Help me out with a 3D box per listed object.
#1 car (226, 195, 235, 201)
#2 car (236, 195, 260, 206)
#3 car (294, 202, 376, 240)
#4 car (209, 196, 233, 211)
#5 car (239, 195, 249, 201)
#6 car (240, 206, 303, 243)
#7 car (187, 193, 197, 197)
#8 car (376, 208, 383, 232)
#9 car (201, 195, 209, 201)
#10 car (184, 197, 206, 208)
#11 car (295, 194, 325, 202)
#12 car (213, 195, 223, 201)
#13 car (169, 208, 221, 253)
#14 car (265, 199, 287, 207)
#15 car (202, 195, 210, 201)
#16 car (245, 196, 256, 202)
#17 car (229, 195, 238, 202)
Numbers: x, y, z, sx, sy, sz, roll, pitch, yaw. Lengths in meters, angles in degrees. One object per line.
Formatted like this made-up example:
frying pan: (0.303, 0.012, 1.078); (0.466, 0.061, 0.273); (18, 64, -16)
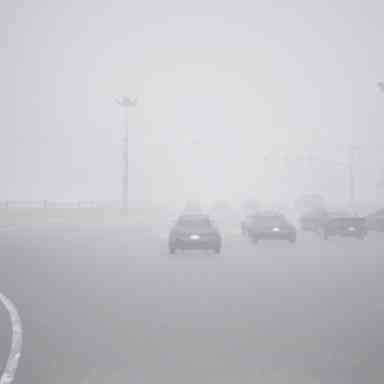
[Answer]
car: (10.518, 1.522, 90.127); (1.837, 1.490, 4.892); (0, 0, 0)
car: (7.106, 1.528, 40.952); (2.128, 1.511, 4.902); (0, 0, 0)
car: (7.106, 1.493, 17.275); (1.882, 1.535, 5.008); (0, 0, 0)
car: (3.606, 1.600, 41.534); (1.994, 1.385, 4.181); (0, 0, 0)
car: (14.018, 1.500, 90.127); (1.882, 1.535, 5.008); (0, 0, 0)
car: (3.605, 1.578, 16.261); (1.994, 1.385, 4.181); (0, 0, 0)
car: (0.016, 1.294, 79.393); (2.150, 2.045, 5.566); (0, 0, 0)
car: (10.606, 1.521, 17.310); (1.837, 1.490, 4.892); (0, 0, 0)
car: (3.518, 1.567, 90.130); (2.033, 1.411, 5.357); (0, 0, 0)
car: (0.106, 1.579, 35.631); (2.033, 1.411, 5.357); (0, 0, 0)
car: (14.107, 1.257, 40.181); (2.150, 2.045, 5.566); (0, 0, 0)
car: (7.018, 1.550, 90.129); (2.128, 1.511, 4.902); (0, 0, 0)
car: (0.104, 1.576, 13.849); (1.994, 1.385, 4.181); (0, 0, 0)
car: (10.594, 1.563, 42.055); (1.812, 1.442, 4.674); (0, 0, 0)
car: (3.516, 1.595, 79.738); (2.128, 1.511, 4.902); (0, 0, 0)
car: (14.016, 1.665, 79.940); (1.895, 1.301, 4.718); (0, 0, 0)
car: (10.516, 1.570, 79.909); (1.837, 1.490, 4.892); (0, 0, 0)
